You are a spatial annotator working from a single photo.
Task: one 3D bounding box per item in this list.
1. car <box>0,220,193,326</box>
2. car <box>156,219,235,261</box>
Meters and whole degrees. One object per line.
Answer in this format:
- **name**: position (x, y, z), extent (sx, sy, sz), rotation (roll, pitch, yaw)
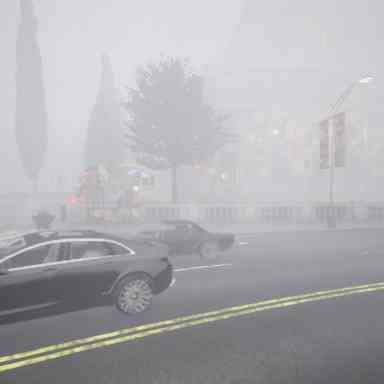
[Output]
- **car**: position (-2.684, 1.491, 6.075), extent (4.902, 1.511, 2.128), rotation (0, 0, -31)
- **car**: position (-1.024, 1.601, 11.078), extent (4.718, 1.301, 1.895), rotation (0, 0, -26)
